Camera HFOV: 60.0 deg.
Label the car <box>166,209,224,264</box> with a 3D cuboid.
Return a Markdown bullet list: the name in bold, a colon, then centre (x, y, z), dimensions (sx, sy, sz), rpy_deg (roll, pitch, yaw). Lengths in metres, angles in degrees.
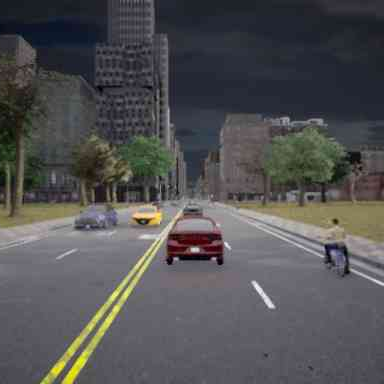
- **car**: centre (0.090, 1.638, 12.592), dimensions (1.882, 1.535, 5.008), rpy_deg (0, -1, 0)

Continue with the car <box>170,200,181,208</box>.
- **car**: centre (-3.303, 2.383, 66.871), dimensions (1.837, 1.490, 4.892), rpy_deg (0, 0, 0)

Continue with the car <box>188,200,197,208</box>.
- **car**: centre (0.036, 2.425, 67.133), dimensions (1.812, 1.442, 4.674), rpy_deg (0, -1, 0)

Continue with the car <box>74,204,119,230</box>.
- **car**: centre (-6.615, 1.651, 23.394), dimensions (2.097, 1.767, 4.553), rpy_deg (0, -1, 0)

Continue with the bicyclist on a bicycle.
- **bicyclist on a bicycle**: centre (4.136, 1.560, 9.695), dimensions (0.866, 1.612, 1.509), rpy_deg (0, -1, 0)

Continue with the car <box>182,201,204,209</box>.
- **car**: centre (0.077, 1.902, 30.930), dimensions (1.837, 1.490, 4.892), rpy_deg (0, -1, 0)

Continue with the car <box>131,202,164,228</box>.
- **car**: centre (-3.366, 1.803, 25.398), dimensions (1.882, 1.535, 5.008), rpy_deg (0, -1, 0)
